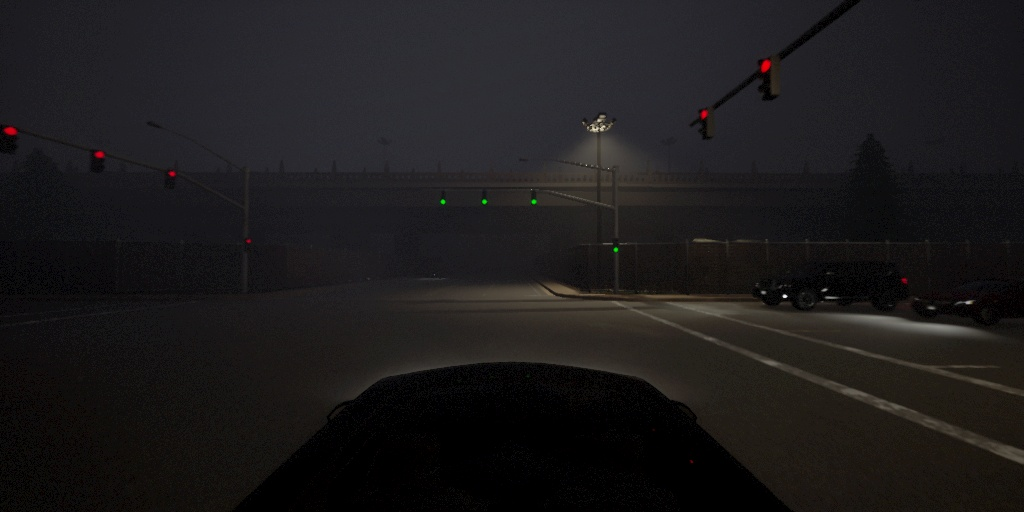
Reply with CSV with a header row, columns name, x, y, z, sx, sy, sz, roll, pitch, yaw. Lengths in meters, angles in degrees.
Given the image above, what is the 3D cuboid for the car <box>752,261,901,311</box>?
name,x,y,z,sx,sy,sz,roll,pitch,yaw
car,13.659,1.228,15.557,5.566,2.045,2.150,0,-1,0

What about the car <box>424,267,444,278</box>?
name,x,y,z,sx,sy,sz,roll,pitch,yaw
car,-10.509,2.316,48.645,1.837,1.490,4.892,0,0,0

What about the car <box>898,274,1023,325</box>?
name,x,y,z,sx,sy,sz,roll,pitch,yaw
car,16.374,1.460,12.026,4.674,1.442,1.812,0,-1,0
